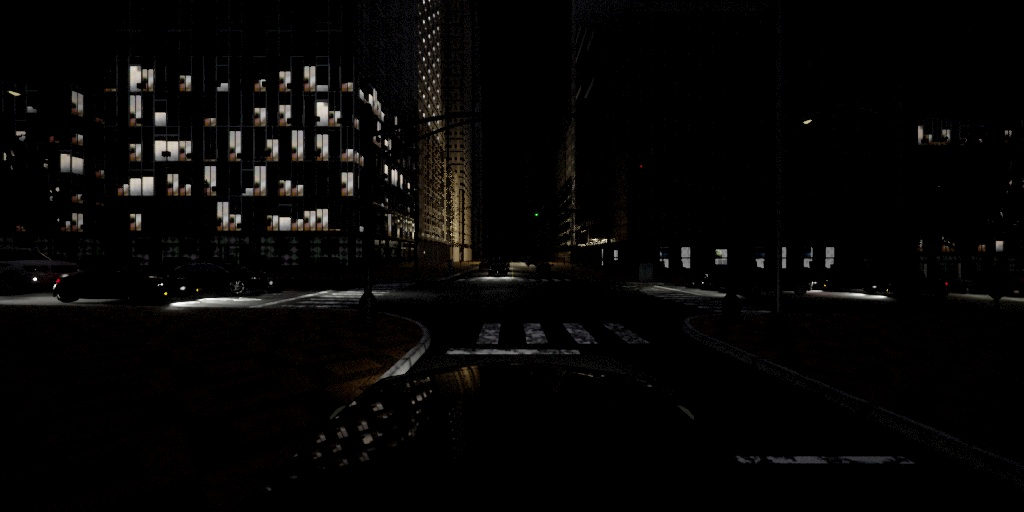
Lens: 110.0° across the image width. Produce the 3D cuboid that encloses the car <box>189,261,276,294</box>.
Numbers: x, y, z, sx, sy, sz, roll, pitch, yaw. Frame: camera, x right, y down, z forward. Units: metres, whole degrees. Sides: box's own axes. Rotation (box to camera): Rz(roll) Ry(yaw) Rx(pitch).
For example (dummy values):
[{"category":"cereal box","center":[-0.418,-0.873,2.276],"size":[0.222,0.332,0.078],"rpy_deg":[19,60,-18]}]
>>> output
[{"category":"car","center":[-14.248,1.009,17.437],"size":[4.902,1.511,2.128],"rpy_deg":[1,0,-3]}]

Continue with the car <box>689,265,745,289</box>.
[{"category":"car","center":[15.062,1.404,25.414],"size":[4.553,1.767,2.097],"rpy_deg":[1,0,-3]}]

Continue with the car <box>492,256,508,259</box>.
[{"category":"car","center":[-1.416,0.999,47.945],"size":[2.150,2.045,5.566],"rpy_deg":[0,0,0]}]

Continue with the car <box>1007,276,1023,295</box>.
[{"category":"car","center":[34.484,1.752,23.002],"size":[4.553,1.767,2.097],"rpy_deg":[1,0,-2]}]

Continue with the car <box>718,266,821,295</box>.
[{"category":"car","center":[15.854,1.571,22.207],"size":[4.892,1.490,1.837],"rpy_deg":[1,0,-4]}]

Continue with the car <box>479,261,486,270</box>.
[{"category":"car","center":[-3.889,1.359,52.153],"size":[1.802,1.307,4.207],"rpy_deg":[0,0,0]}]

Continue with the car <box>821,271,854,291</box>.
[{"category":"car","center":[23.684,1.771,25.806],"size":[4.181,1.385,1.994],"rpy_deg":[1,0,-5]}]

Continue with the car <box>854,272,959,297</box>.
[{"category":"car","center":[24.721,1.789,22.584],"size":[4.181,1.385,1.994],"rpy_deg":[1,0,-3]}]

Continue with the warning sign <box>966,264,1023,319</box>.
[{"category":"warning sign","center":[17.305,1.208,12.800],"size":[1.060,1.860,1.300],"rpy_deg":[0,0,-3]}]

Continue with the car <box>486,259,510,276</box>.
[{"category":"car","center":[-1.400,1.305,37.219],"size":[1.812,1.442,4.674],"rpy_deg":[0,0,0]}]

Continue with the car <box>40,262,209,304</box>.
[{"category":"car","center":[-15.045,1.067,14.141],"size":[4.181,1.385,1.994],"rpy_deg":[1,0,-2]}]

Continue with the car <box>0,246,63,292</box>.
[{"category":"car","center":[-24.087,0.558,16.997],"size":[5.566,2.045,2.150],"rpy_deg":[1,0,-2]}]

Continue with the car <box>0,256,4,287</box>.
[{"category":"car","center":[-23.692,0.836,13.766],"size":[4.902,1.511,2.128],"rpy_deg":[1,0,-3]}]

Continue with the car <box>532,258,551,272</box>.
[{"category":"car","center":[4.049,1.344,46.639],"size":[1.948,1.339,4.313],"rpy_deg":[0,0,0]}]

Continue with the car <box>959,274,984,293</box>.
[{"category":"car","center":[33.778,1.989,26.226],"size":[4.718,1.301,1.895],"rpy_deg":[1,0,-3]}]
